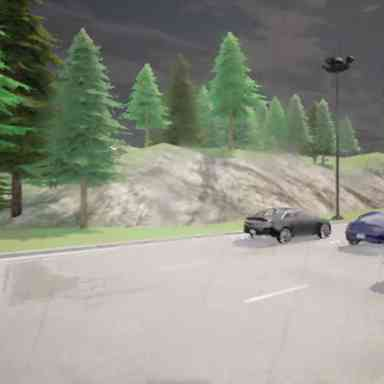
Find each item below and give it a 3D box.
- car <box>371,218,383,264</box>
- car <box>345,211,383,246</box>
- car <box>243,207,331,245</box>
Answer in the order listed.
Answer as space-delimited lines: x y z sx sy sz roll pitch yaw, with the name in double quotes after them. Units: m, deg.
7.020 1.468 8.791 5.008 1.535 1.882 0 0 -35 "car"
8.284 1.512 13.980 4.674 1.442 1.812 0 0 -36 "car"
4.579 1.479 15.637 4.902 1.511 2.128 0 0 -35 "car"
